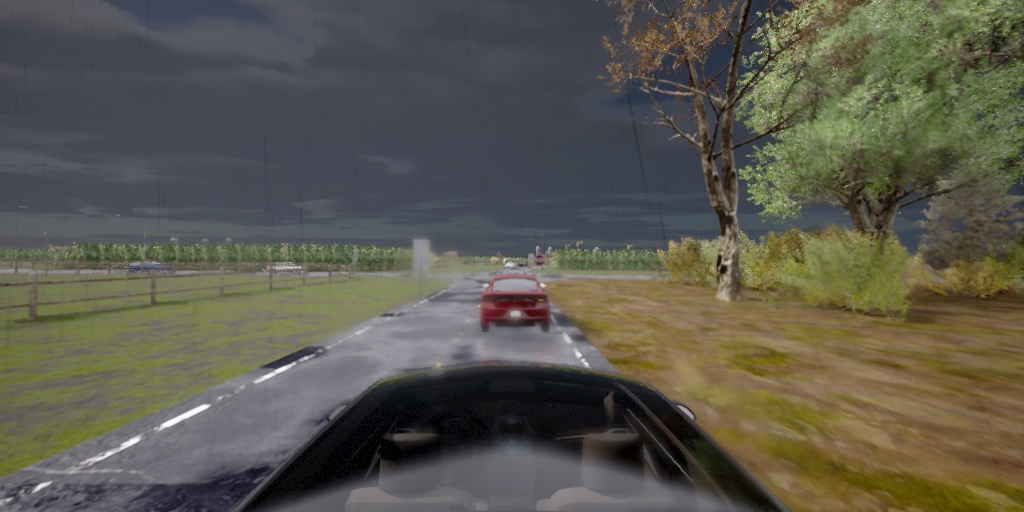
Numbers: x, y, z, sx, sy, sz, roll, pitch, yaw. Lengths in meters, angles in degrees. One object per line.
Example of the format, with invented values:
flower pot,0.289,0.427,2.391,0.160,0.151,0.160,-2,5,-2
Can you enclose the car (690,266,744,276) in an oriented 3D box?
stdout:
car,24.140,1.493,42.329,5.566,2.045,2.150,0,-1,6

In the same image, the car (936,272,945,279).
car,49.943,1.996,39.351,4.718,1.301,1.895,0,-1,8

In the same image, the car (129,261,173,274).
car,-42.990,1.336,42.834,4.674,1.442,1.812,0,-1,3

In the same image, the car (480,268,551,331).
car,0.088,1.312,11.338,1.882,1.535,5.008,0,-1,0

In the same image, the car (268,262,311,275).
car,-26.058,1.454,42.054,4.674,1.442,1.812,0,-1,2

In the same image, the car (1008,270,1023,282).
car,48.543,1.896,35.918,5.357,1.411,2.033,0,-1,8
